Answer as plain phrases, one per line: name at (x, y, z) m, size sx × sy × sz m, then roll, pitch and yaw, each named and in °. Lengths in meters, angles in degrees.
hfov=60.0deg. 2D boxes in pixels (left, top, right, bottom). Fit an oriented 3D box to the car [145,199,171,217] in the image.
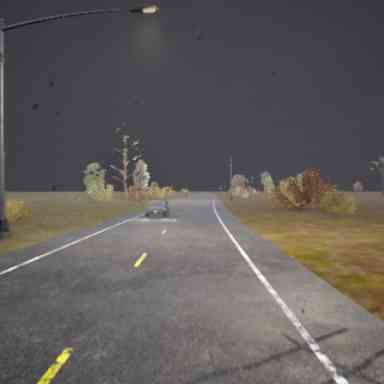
car at (-2.948, 1.402, 29.553) m, size 1.837 × 1.490 × 4.892 m, roll 0°, pitch 0°, yaw 2°
